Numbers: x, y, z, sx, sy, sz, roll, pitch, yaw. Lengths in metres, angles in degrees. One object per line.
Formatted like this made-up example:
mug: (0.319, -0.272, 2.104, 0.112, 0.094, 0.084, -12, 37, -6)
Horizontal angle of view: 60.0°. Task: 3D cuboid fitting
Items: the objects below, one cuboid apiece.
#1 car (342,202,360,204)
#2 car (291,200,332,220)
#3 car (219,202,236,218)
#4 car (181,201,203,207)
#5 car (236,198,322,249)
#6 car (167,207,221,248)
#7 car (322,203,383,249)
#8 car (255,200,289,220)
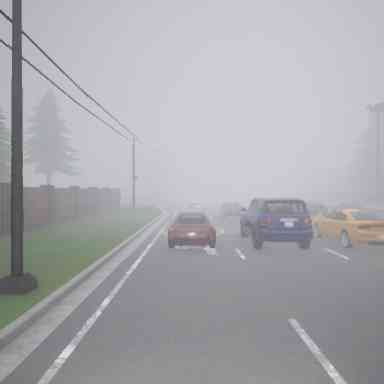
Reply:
car: (14.000, 1.572, 29.650, 1.994, 1.385, 4.181, 0, 0, 0)
car: (10.500, 1.516, 29.650, 1.837, 1.490, 4.892, 0, 0, 0)
car: (3.500, 1.562, 29.650, 2.033, 1.411, 5.357, 0, 0, 0)
car: (0.000, 1.532, 29.650, 1.812, 1.442, 4.674, 0, 0, 0)
car: (3.500, 1.257, 14.680, 2.150, 2.045, 5.566, 0, 0, 0)
car: (0.000, 1.571, 14.650, 1.994, 1.385, 4.181, 0, 0, 0)
car: (7.000, 1.484, 14.650, 1.882, 1.535, 5.008, 0, 0, 0)
car: (7.000, 1.515, 29.650, 1.837, 1.490, 4.892, 0, 0, 0)
